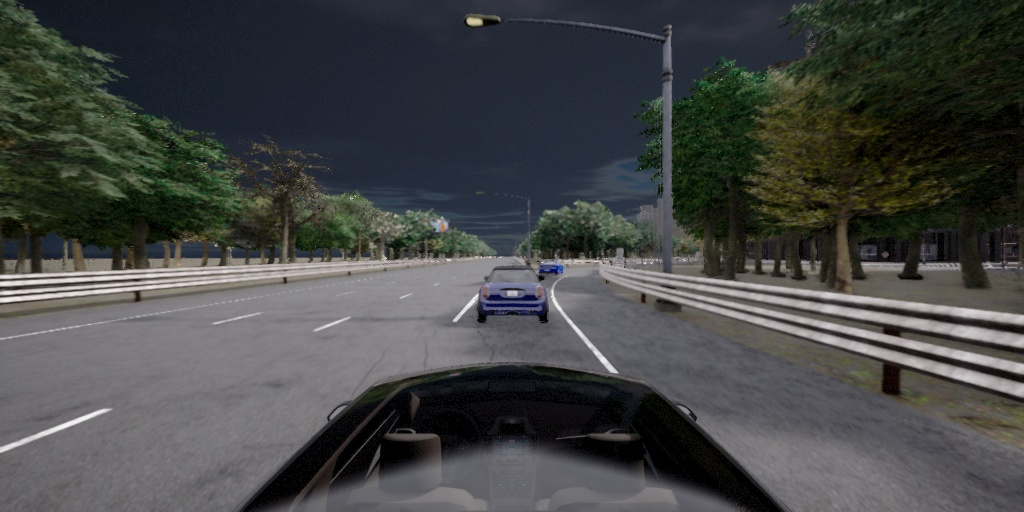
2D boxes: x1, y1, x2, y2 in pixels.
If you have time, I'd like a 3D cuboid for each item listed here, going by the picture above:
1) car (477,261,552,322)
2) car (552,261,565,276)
[{"bbox_3d":[0.082,1.091,12.399,2.097,1.767,4.553,0,0,2],"label":"car"},{"bbox_3d":[4.152,1.209,36.747,1.882,1.535,5.008,0,0,17],"label":"car"}]
